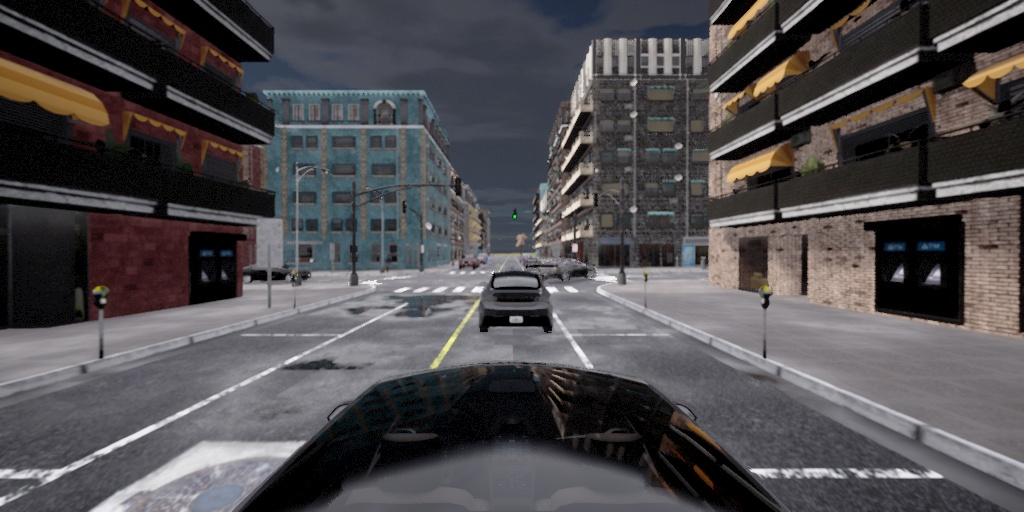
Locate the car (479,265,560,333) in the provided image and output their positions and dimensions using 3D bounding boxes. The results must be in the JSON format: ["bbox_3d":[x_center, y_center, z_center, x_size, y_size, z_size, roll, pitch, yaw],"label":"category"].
[{"bbox_3d":[0.089,1.173,10.480,1.837,1.490,4.892,0,0,0],"label":"car"}]

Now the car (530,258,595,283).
[{"bbox_3d":[3.867,0.957,24.810,4.902,1.511,2.128,-1,0,-44],"label":"car"}]

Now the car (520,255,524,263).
[{"bbox_3d":[2.513,0.829,55.476,1.802,1.307,4.207,0,0,0],"label":"car"}]

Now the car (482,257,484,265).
[{"bbox_3d":[-5.362,0.846,49.916,1.888,1.381,4.507,0,0,0],"label":"car"}]

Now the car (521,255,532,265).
[{"bbox_3d":[2.523,0.920,44.372,1.948,1.339,4.313,0,0,0],"label":"car"}]

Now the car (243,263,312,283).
[{"bbox_3d":[-17.673,1.196,26.778,5.008,1.535,1.882,-1,0,0],"label":"car"}]

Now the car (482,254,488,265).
[{"bbox_3d":[-5.373,0.738,61.020,1.888,1.381,4.507,0,0,0],"label":"car"}]

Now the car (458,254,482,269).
[{"bbox_3d":[-5.357,0.669,44.364,2.192,1.841,5.009,0,0,0],"label":"car"}]

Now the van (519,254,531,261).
[{"bbox_3d":[2.508,0.533,61.028,1.690,1.789,3.998,0,0,0],"label":"van"}]

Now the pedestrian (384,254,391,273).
[{"bbox_3d":[-12.184,0.730,35.099,0.375,1.860,0.375,0,1,0],"label":"pedestrian"}]
